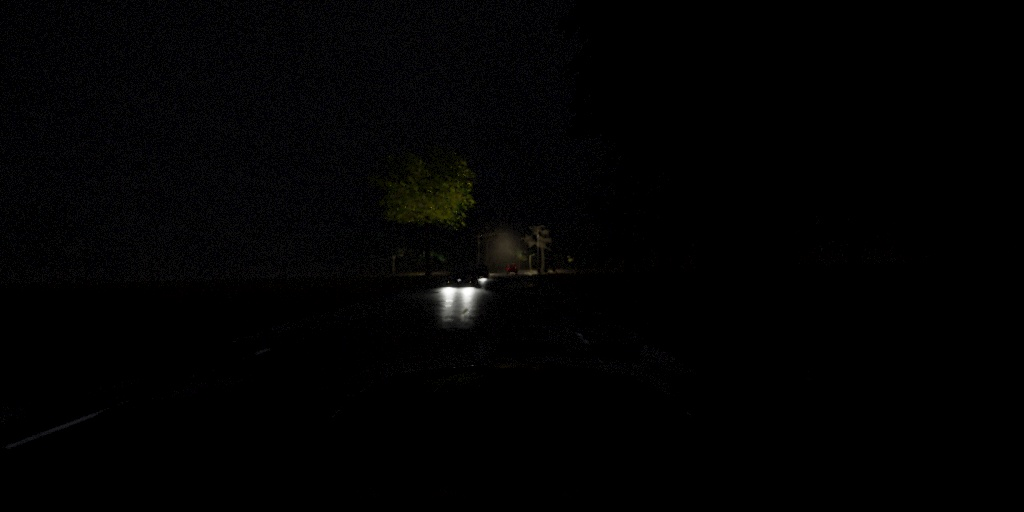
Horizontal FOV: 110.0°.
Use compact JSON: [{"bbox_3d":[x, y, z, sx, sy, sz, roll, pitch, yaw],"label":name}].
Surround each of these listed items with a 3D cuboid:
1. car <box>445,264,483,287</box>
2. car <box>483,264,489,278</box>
[{"bbox_3d":[-3.487,1.427,25.752,1.994,1.385,4.181,0,-1,0],"label":"car"},{"bbox_3d":[-3.471,1.614,38.951,2.033,1.411,5.357,0,-1,0],"label":"car"}]
